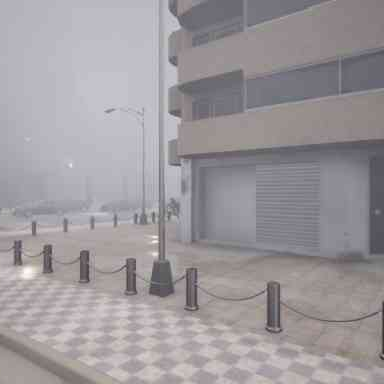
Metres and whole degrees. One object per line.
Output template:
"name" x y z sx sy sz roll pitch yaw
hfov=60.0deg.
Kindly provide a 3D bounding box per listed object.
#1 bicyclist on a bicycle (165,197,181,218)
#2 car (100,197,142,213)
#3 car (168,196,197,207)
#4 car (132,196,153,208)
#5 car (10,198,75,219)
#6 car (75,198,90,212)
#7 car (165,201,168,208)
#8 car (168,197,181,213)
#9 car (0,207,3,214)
"bicyclist on a bicycle" -1.503 1.246 26.473 1.656 1.620 0.582 0 0 36
"car" -7.972 1.508 36.262 1.994 1.385 4.181 0 0 36
"car" -1.382 1.449 51.286 1.837 1.490 4.892 0 0 36
"car" -7.236 1.296 43.234 2.097 1.767 4.553 0 0 36
"car" -13.203 1.436 29.043 2.128 1.511 4.902 0 0 36
"car" -13.100 1.449 35.149 1.837 1.490 4.892 0 0 36
"car" -2.118 1.508 44.334 1.994 1.385 4.181 0 0 36
"car" -0.019 1.296 34.969 2.097 1.767 4.553 0 0 36
"car" -18.580 1.545 27.608 1.895 1.301 4.718 0 0 36
